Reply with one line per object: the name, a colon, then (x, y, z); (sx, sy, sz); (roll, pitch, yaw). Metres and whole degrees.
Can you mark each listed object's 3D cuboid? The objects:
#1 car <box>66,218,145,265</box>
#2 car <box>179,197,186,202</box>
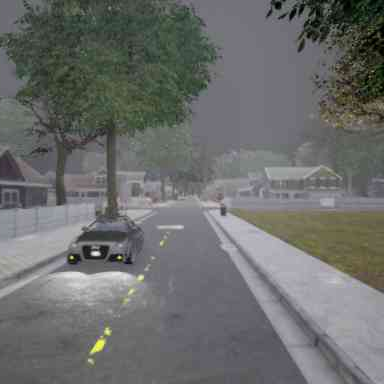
car: (-2.848, 1.633, 11.801); (1.994, 1.385, 4.181); (0, 0, 0)
car: (-2.736, 2.146, 95.367); (1.895, 1.301, 4.718); (0, 0, 0)
